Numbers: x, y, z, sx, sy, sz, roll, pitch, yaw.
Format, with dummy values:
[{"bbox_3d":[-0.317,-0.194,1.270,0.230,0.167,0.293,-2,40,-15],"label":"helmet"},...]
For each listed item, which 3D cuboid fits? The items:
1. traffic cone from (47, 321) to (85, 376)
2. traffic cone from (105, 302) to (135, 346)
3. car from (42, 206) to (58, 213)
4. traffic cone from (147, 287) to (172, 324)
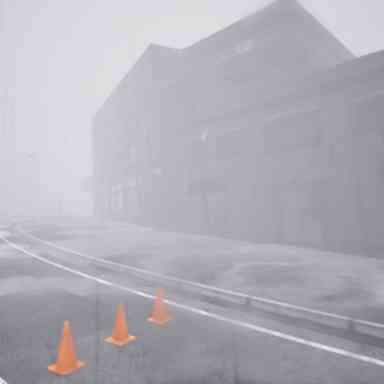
[{"bbox_3d":[-1.659,2.012,4.392,0.340,0.580,0.340,0,-1,32],"label":"traffic cone"},{"bbox_3d":[-1.128,2.025,5.236,0.340,0.580,0.340,0,-1,32],"label":"traffic cone"},{"bbox_3d":[-27.384,3.313,64.082,1.994,1.385,4.181,-2,-2,-7],"label":"car"},{"bbox_3d":[-0.595,2.038,6.078,0.340,0.580,0.340,0,-1,32],"label":"traffic cone"}]
